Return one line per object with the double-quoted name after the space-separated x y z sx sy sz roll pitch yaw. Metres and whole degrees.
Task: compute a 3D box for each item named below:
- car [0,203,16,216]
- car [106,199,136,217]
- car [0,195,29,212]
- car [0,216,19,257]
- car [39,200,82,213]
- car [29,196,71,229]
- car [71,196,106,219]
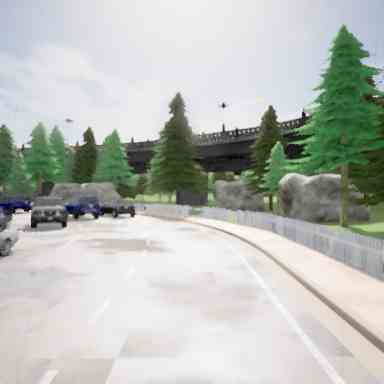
-12.473 1.647 20.746 1.994 1.385 4.181 0 0 -23 "car"
-7.382 1.481 32.577 2.097 1.767 4.553 0 0 -39 "car"
-21.448 1.378 39.329 5.566 2.045 2.150 0 0 26 "car"
-7.367 1.642 10.342 1.895 1.301 4.718 0 0 -3 "car"
-16.009 1.707 40.343 5.357 1.411 2.033 0 0 31 "car"
-9.954 1.315 23.213 2.150 2.045 5.566 0 0 -24 "car"
-10.323 1.344 30.661 2.150 2.045 5.566 0 0 -39 "car"
